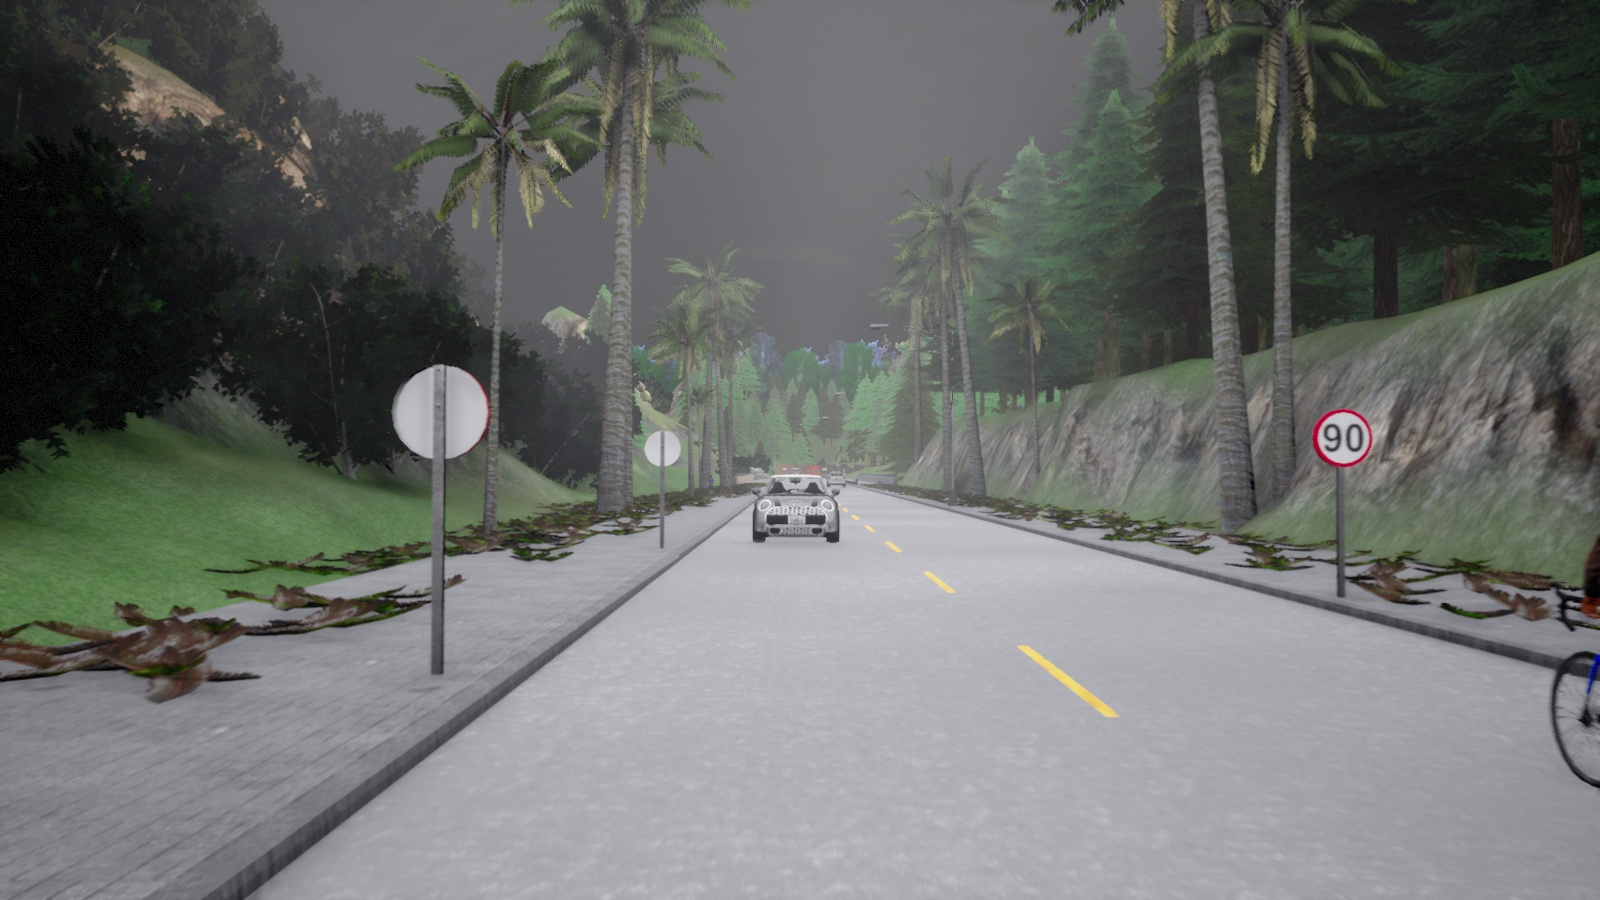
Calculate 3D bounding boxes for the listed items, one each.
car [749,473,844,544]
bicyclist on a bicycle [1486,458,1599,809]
[{"bbox_3d":[-0.077,1.253,28.225,1.970,1.475,3.806,0,-1,0],"label":"car"},{"bbox_3d":[3.984,0.850,5.905,0.582,1.620,1.656,0,-1,0],"label":"bicyclist on a bicycle"}]
